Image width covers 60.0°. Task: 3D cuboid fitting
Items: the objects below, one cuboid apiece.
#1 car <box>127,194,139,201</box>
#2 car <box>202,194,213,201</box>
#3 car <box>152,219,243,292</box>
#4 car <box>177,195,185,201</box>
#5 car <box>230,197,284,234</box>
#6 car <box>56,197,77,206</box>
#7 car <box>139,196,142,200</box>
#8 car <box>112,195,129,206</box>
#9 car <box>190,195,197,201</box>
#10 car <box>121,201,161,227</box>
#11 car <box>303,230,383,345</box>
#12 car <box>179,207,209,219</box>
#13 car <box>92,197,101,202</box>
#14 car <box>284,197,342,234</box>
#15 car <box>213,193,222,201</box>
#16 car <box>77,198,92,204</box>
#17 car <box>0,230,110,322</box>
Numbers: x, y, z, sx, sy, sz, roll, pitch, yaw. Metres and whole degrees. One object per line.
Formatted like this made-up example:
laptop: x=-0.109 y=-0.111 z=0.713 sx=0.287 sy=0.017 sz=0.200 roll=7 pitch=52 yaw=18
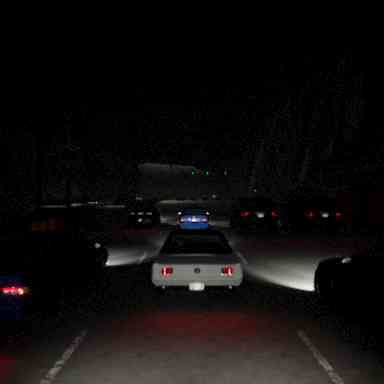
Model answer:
car: x=-13.838 y=1.560 z=73.872 sx=2.150 sy=2.045 sz=5.566 roll=0 pitch=0 yaw=1
car: x=3.827 y=1.747 z=92.344 sx=2.128 sy=1.511 sz=4.902 roll=0 pitch=1 yaw=1
car: x=0.107 y=1.653 z=9.008 sx=1.895 sy=1.301 sz=4.718 roll=0 pitch=0 yaw=0
car: x=-3.173 y=1.700 z=92.401 sx=1.882 sy=1.535 sz=5.008 roll=0 pitch=1 yaw=1
car: x=3.619 y=1.340 z=20.200 sx=2.150 sy=2.045 sz=5.566 roll=0 pitch=0 yaw=0
car: x=-24.424 y=1.801 z=63.840 sx=1.882 sy=1.535 sz=5.008 roll=0 pitch=0 yaw=0
car: x=-13.747 y=1.817 z=84.050 sx=1.812 sy=1.442 sz=4.674 roll=0 pitch=0 yaw=1
car: x=-13.924 y=1.829 z=63.777 sx=1.837 sy=1.490 sz=4.892 roll=0 pitch=0 yaw=0
car: x=0.330 y=1.775 z=92.752 sx=1.994 sy=1.385 sz=4.181 roll=0 pitch=1 yaw=1
car: x=-3.377 y=1.633 z=24.137 sx=2.128 sy=1.511 sz=4.902 roll=0 pitch=0 yaw=0
car: x=3.610 y=1.596 z=5.512 sx=1.994 sy=1.385 sz=4.181 roll=0 pitch=0 yaw=0
car: x=0.120 y=1.673 z=21.682 sx=2.033 sy=1.411 sz=5.357 roll=0 pitch=0 yaw=0
car: x=-24.252 y=1.849 z=83.594 sx=1.994 sy=1.385 sz=4.181 roll=0 pitch=0 yaw=1
car: x=7.119 y=1.342 z=20.410 sx=2.150 sy=2.045 sz=5.566 roll=0 pitch=0 yaw=0
car: x=7.328 y=1.768 z=92.497 sx=2.033 sy=1.411 sz=5.357 roll=0 pitch=1 yaw=1
car: x=-24.341 y=1.932 z=73.521 sx=1.895 sy=1.301 sz=4.718 roll=0 pitch=0 yaw=1
car: x=-3.392 y=1.592 z=7.628 sx=2.033 sy=1.411 sz=5.357 roll=0 pitch=0 yaw=0
